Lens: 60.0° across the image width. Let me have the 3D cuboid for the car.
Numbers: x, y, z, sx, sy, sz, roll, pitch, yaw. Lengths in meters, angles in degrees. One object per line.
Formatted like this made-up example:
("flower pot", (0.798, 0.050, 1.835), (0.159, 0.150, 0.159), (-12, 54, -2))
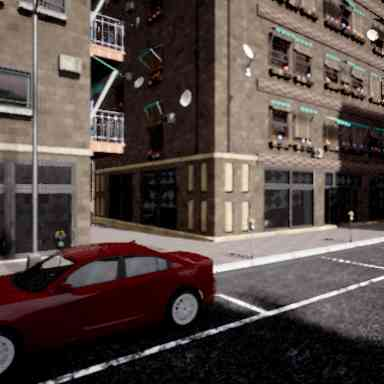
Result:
("car", (-1.645, 1.541, 5.387), (4.507, 1.381, 1.887), (0, 0, -36))
